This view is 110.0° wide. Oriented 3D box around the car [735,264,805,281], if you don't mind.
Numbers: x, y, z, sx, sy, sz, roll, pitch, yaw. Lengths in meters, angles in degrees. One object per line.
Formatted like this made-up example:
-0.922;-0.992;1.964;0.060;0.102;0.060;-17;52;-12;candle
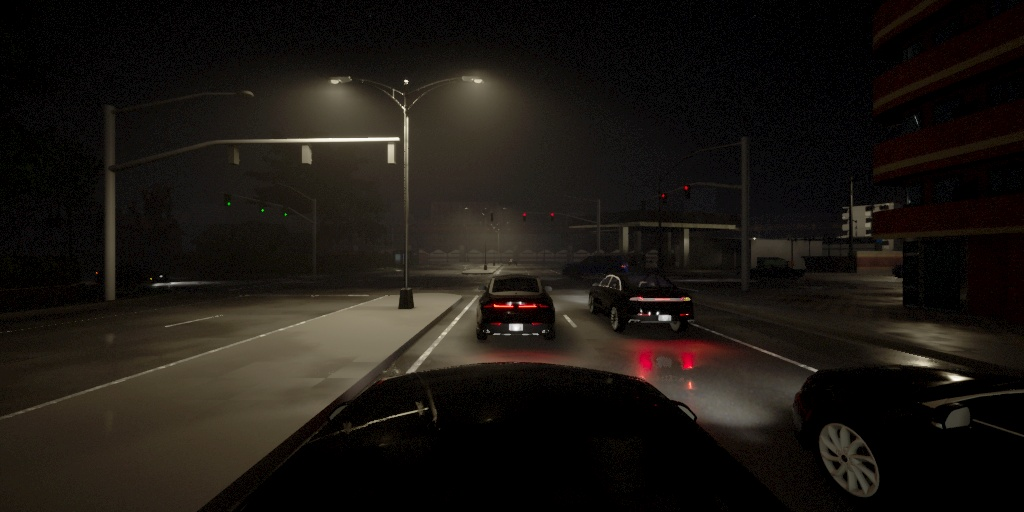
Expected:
21.413;1.351;29.893;4.718;1.301;1.895;0;0;-1;car

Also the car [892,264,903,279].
35.404;0.974;30.084;5.566;2.045;2.150;0;0;-1;car

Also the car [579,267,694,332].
3.607;1.242;10.838;2.128;1.511;4.902;0;0;0;car

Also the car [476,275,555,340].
0.100;1.255;9.984;1.837;1.490;4.892;0;0;0;car

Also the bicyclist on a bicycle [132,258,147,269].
-38.211;1.053;36.732;0.582;1.620;1.656;0;0;0;bicyclist on a bicycle

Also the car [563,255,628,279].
7.225;0.974;31.017;5.566;2.045;2.150;0;1;23;car

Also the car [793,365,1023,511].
3.600;1.255;1.430;1.837;1.490;4.892;0;0;0;car

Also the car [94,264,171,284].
-27.749;1.314;26.308;4.181;1.385;1.994;0;0;0;car
